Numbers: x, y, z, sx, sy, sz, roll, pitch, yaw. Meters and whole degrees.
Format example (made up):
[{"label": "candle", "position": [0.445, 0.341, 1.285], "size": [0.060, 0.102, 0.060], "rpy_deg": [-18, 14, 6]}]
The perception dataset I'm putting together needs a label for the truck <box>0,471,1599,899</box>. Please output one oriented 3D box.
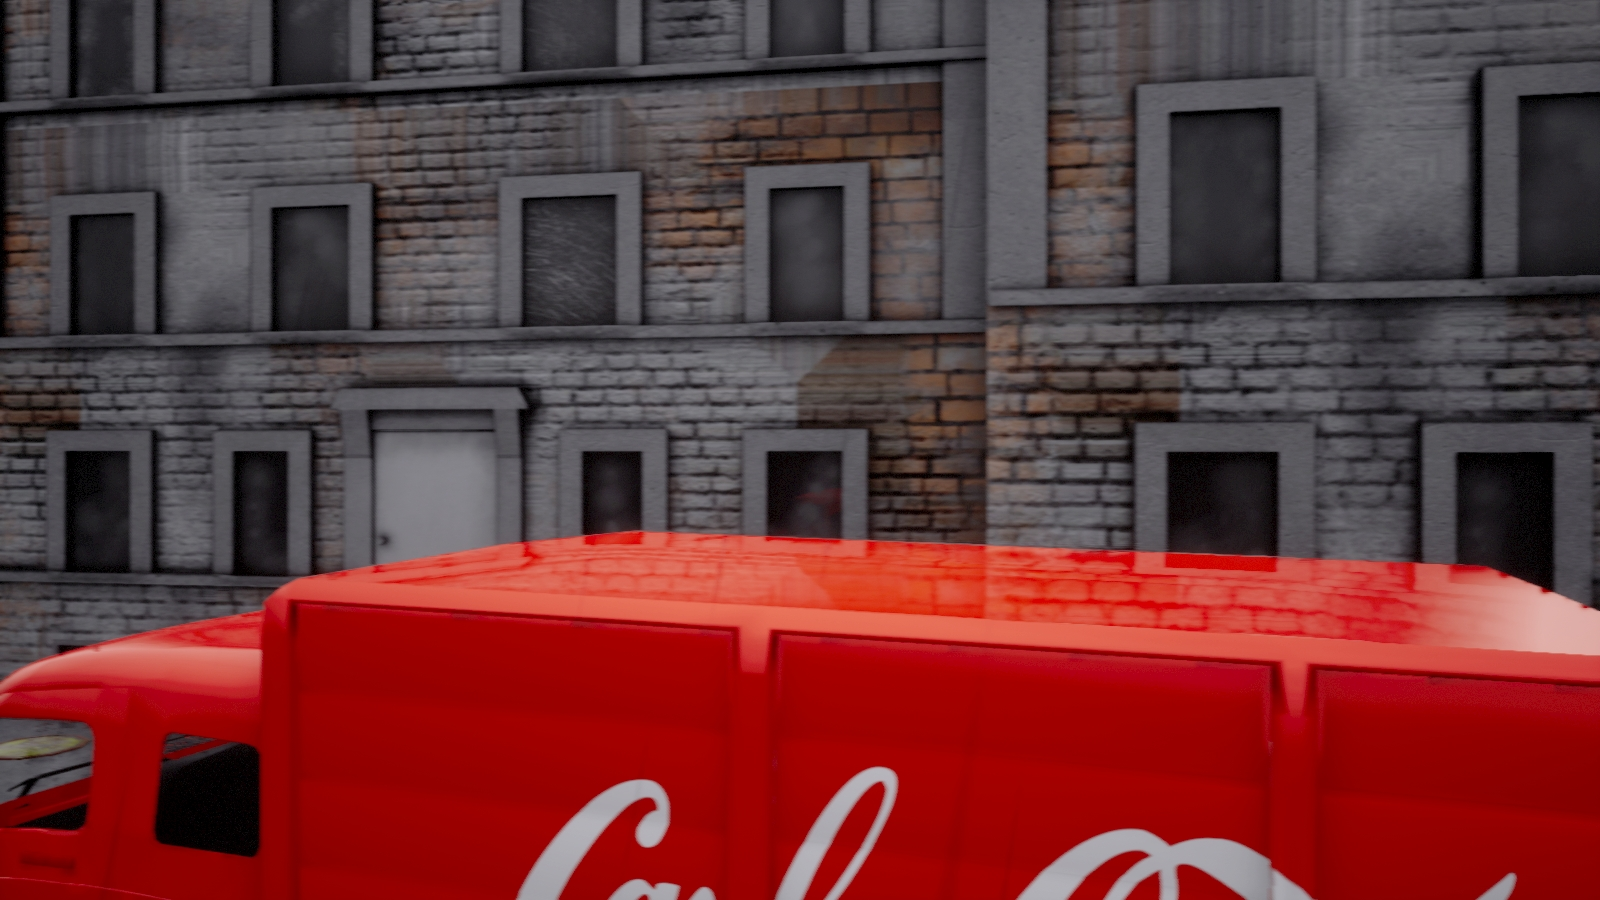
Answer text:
[{"label": "truck", "position": [-0.387, 1.350, 3.823], "size": [5.204, 2.467, 2.627], "rpy_deg": [0, 0, 20]}]
